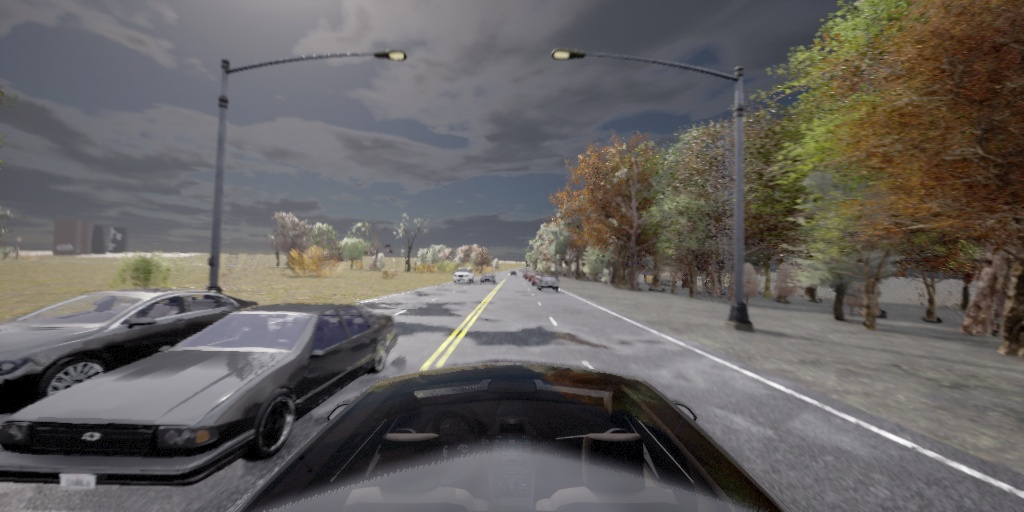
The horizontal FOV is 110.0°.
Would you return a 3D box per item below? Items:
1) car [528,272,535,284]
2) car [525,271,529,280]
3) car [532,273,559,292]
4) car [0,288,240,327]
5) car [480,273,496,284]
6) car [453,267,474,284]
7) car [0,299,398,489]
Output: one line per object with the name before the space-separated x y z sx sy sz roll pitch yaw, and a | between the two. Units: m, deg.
car | 3.399 2.981 45.173 1.812 1.442 4.674 2 -1 0
car | 3.455 3.325 56.184 1.882 1.535 5.008 2 -3 0
car | 3.348 2.601 34.194 2.033 1.411 5.357 2 -3 0
car | -6.581 1.332 6.192 2.128 1.511 4.902 1 -2 0
car | -3.141 2.985 48.031 1.994 1.385 4.181 1 -2 1
car | -6.382 2.547 47.771 2.150 2.045 5.566 1 -2 1
car | -3.339 1.441 5.438 2.033 1.411 5.357 1 -2 0
